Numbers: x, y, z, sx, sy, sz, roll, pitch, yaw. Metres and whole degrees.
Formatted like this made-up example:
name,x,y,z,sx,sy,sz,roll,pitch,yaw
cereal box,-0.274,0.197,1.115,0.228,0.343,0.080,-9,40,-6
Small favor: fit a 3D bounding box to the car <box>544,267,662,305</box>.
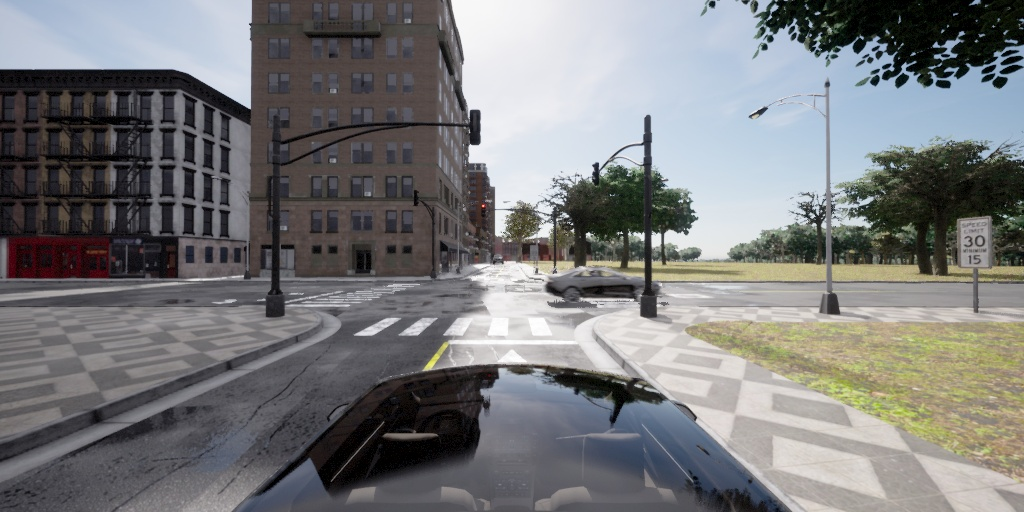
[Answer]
name,x,y,z,sx,sy,sz,roll,pitch,yaw
car,3.828,1.228,15.451,4.902,1.511,2.128,-1,-1,0
